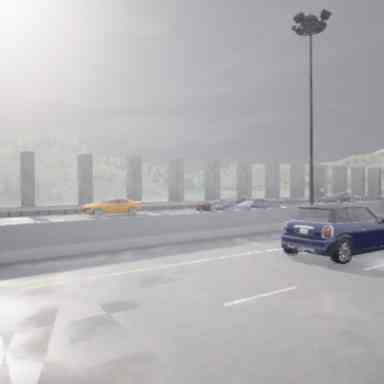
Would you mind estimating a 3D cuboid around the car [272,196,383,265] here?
[{"bbox_3d":[5.179,1.185,11.283,4.553,1.767,2.097,-1,1,-33],"label":"car"}]

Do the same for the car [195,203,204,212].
[{"bbox_3d":[2.650,1.261,30.699,4.718,1.301,1.895,-1,1,-32],"label":"car"}]

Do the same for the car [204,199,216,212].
[{"bbox_3d":[3.726,1.192,27.223,4.892,1.490,1.837,0,0,-32],"label":"car"}]

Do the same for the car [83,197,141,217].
[{"bbox_3d":[-6.861,1.252,28.760,5.008,1.535,1.882,-1,1,-33],"label":"car"}]

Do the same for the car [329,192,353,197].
[{"bbox_3d":[20.124,0.839,45.453,4.892,1.490,1.837,-2,1,-31],"label":"car"}]

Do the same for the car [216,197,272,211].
[{"bbox_3d":[4.255,1.244,23.416,4.674,1.442,1.812,-1,1,-32],"label":"car"}]
